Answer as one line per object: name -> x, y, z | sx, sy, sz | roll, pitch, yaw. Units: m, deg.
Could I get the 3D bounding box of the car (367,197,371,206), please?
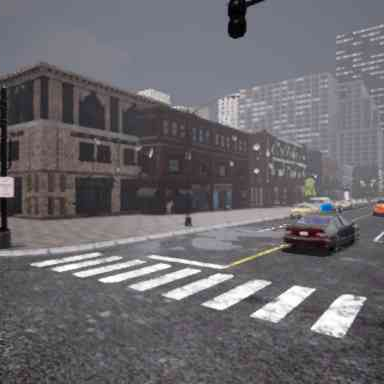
car -> 29.562, 1.854, 58.047 | 2.008, 1.369, 4.403 | 0, 0, 35

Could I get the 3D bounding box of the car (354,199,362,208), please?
car -> 23.205, 1.794, 49.007 | 2.008, 1.369, 4.403 | 0, 0, 35

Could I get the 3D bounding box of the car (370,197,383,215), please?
car -> 20.684, 1.540, 35.346 | 2.097, 1.767, 4.553 | 0, 0, 35

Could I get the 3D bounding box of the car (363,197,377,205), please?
car -> 35.919, 1.805, 67.087 | 1.967, 1.590, 4.097 | 0, 0, 35

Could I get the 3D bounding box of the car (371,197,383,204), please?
car -> 42.276, 1.870, 76.128 | 1.967, 1.590, 4.097 | 0, -1, 35

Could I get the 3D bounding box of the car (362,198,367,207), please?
car -> 26.383, 1.824, 53.527 | 2.008, 1.369, 4.403 | 0, 0, 35

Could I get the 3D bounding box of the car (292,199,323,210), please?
car -> 10.392, 1.655, 30.786 | 1.752, 1.417, 4.829 | 0, 0, 35

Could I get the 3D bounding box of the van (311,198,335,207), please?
van -> 13.669, 1.498, 35.447 | 1.690, 1.788, 3.998 | 0, 0, 35

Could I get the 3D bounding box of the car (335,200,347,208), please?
car -> 16.848, 1.736, 39.966 | 2.008, 1.369, 4.403 | 0, 0, 35

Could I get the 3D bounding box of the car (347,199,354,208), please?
car -> 19.928, 1.738, 44.347 | 1.752, 1.417, 4.829 | 0, 0, 35

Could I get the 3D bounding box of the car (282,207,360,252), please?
car -> 5.749, 1.615, 14.455 | 2.033, 1.411, 5.357 | 0, 0, 39
